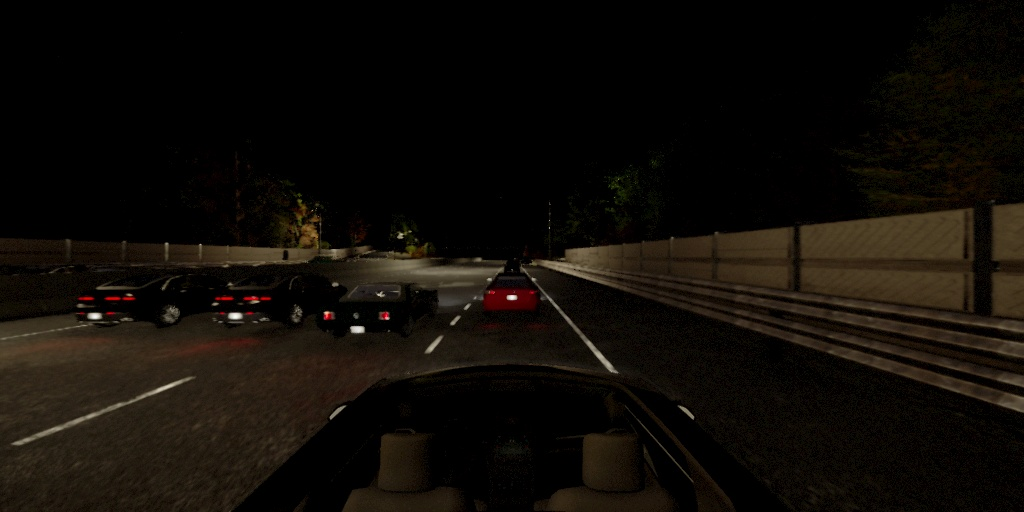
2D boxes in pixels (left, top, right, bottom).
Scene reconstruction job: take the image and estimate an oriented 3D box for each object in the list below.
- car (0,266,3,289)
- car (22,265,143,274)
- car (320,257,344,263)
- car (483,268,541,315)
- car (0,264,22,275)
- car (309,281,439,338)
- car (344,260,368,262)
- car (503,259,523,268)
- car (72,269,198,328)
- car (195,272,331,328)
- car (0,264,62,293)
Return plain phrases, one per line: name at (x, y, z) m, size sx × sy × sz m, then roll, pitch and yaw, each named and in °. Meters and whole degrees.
car at (-31.587, 1.290, 18.856) m, size 2.033 × 1.411 × 5.357 m, roll 0°, pitch 0°, yaw 0°
car at (-21.090, 1.290, 18.932) m, size 2.033 × 1.411 × 5.357 m, roll 0°, pitch 0°, yaw 0°
car at (-24.498, 1.298, 50.558) m, size 1.837 × 1.490 × 4.892 m, roll 0°, pitch 3°, yaw 0°
car at (0.002, 1.307, 13.521) m, size 1.994 × 1.385 × 4.181 m, roll 0°, pitch 0°, yaw 0°
car at (-24.586, 1.248, 19.340) m, size 1.837 × 1.490 × 4.892 m, roll 0°, pitch 0°, yaw 0°
car at (-3.396, 1.345, 10.139) m, size 1.895 × 1.301 × 4.718 m, roll 0°, pitch 0°, yaw 0°
car at (-20.997, 1.309, 49.804) m, size 1.812 × 1.442 × 4.674 m, roll 0°, pitch 1°, yaw 0°
car at (0.009, 1.268, 42.200) m, size 1.837 × 1.490 × 4.892 m, roll 0°, pitch 0°, yaw 0°
car at (-10.398, 1.248, 11.362) m, size 1.837 × 1.490 × 4.892 m, roll 0°, pitch 0°, yaw 0°
car at (-6.899, 1.248, 11.363) m, size 1.837 × 1.490 × 4.892 m, roll 0°, pitch 0°, yaw 0°
car at (-28.084, 1.220, 19.096) m, size 1.882 × 1.535 × 5.008 m, roll 0°, pitch 0°, yaw 0°
